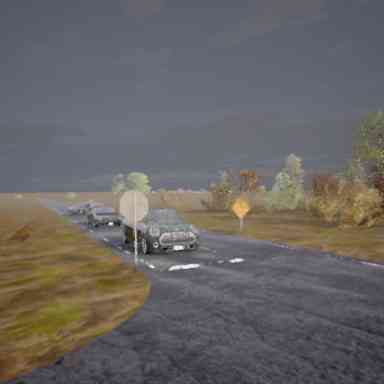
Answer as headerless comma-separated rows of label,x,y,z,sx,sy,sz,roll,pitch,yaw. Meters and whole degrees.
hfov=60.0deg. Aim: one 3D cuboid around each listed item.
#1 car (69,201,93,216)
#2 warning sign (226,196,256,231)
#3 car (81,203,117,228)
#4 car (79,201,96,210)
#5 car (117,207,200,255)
car,-12.631,1.934,37.207,1.994,1.385,4.181,-1,0,-26
warning sign,2.726,1.163,18.547,1.300,1.860,1.060,-1,0,-26
car,-6.568,1.761,24.590,2.033,1.411,5.357,-1,0,-26
car,-16.597,2.115,52.521,1.895,1.301,4.718,-1,0,-26
car,-1.440,1.433,13.950,2.097,1.767,4.553,-1,0,-26
